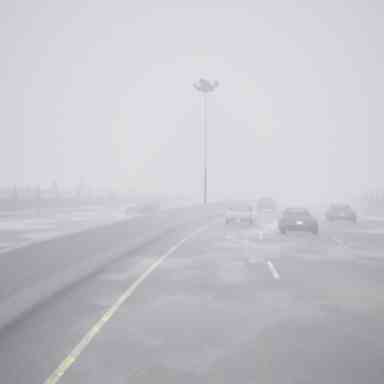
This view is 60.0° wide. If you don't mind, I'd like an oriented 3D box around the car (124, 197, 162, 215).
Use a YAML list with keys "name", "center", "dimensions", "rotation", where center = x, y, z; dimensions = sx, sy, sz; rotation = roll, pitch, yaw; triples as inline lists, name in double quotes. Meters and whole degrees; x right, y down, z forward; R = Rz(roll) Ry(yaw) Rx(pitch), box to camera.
- name: "car"
  center: [-4.910, 1.466, 32.696]
  dimensions: [1.812, 1.442, 4.674]
  rotation: [0, 0, 19]

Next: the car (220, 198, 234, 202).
- name: "car"
  center: [5.505, 1.531, 50.542]
  dimensions: [1.994, 1.385, 4.181]
  rotation: [0, 0, 22]

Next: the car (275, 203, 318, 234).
- name: "car"
  center: [6.042, 1.568, 19.311]
  dimensions: [1.994, 1.385, 4.181]
  rotation: [0, 0, 13]

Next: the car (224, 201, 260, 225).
- name: "car"
  center: [3.659, 1.589, 24.247]
  dimensions: [1.895, 1.301, 4.718]
  rotation: [0, 0, 15]

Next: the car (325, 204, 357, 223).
- name: "car"
  center: [11.526, 1.585, 25.982]
  dimensions: [1.994, 1.385, 4.181]
  rotation: [0, 0, 18]

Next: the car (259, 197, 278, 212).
- name: "car"
  center: [9.136, 1.346, 39.975]
  dimensions: [2.097, 1.767, 4.553]
  rotation: [0, 0, 20]

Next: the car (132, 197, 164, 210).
- name: "car"
  center: [-5.432, 1.435, 41.575]
  dimensions: [1.837, 1.490, 4.892]
  rotation: [0, -1, 21]
